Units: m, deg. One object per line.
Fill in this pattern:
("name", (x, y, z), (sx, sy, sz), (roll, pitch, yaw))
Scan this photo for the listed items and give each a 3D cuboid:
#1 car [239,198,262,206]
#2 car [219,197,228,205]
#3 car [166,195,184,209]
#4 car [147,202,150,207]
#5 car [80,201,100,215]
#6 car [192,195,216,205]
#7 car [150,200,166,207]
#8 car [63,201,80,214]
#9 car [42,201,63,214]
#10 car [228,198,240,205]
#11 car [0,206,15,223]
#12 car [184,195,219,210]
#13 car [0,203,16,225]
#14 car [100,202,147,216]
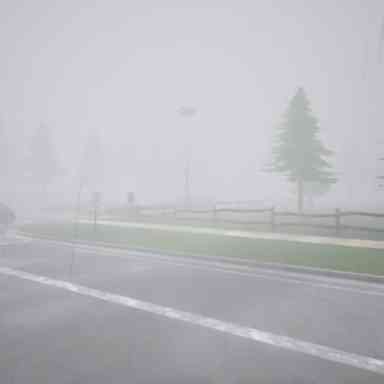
("car", (11.207, 1.865, 61.674), (1.895, 1.301, 4.718), (-1, 0, 36))
("car", (6.560, 1.822, 67.205), (1.882, 1.535, 5.008), (-1, -1, 35))
("car", (-0.934, 1.513, 50.616), (2.150, 2.045, 5.566), (-1, 1, 33))
("car", (-6.207, 1.969, 55.170), (1.895, 1.301, 4.718), (-1, 0, 36))
("car", (-9.930, 1.824, 37.808), (1.812, 1.442, 4.674), (-1, 0, 35))
("car", (2.555, 1.606, 67.596), (2.150, 2.045, 5.566), (-1, 0, 35))
("car", (-4.051, 1.898, 52.199), (1.994, 1.385, 4.181), (-1, -1, 36))
("car", (-12.497, 1.824, 40.242), (2.128, 1.511, 4.902), (-1, 0, 35))
("car", (-16.162, 1.893, 41.106), (1.812, 1.442, 4.674), (-1, 0, 35))
("car", (9.441, 1.912, 65.215), (1.895, 1.301, 4.718), (-1, 0, 35))
("car", (-17.352, 1.898, 27.247), (1.895, 1.301, 4.718), (-1, 0, 35))
("car", (1.370, 1.615, 47.786), (2.097, 1.767, 4.553), (-1, 0, 35))
("car", (-15.353, 1.613, 24.006), (2.097, 1.767, 4.553), (-1, 0, 35))
("car", (-7.257, 1.827, 35.526), (1.994, 1.385, 4.181), (-1, 0, 35))
